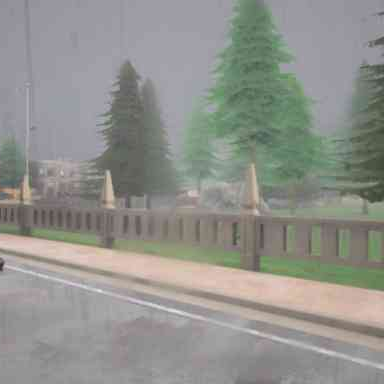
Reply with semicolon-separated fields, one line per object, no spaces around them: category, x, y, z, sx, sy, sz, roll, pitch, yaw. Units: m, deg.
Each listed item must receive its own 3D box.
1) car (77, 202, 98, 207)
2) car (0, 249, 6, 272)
car;-15.188;1.387;49.353;1.837;1.490;4.892;0;0;36
car;-7.080;1.516;8.922;5.357;1.411;2.033;0;0;36
